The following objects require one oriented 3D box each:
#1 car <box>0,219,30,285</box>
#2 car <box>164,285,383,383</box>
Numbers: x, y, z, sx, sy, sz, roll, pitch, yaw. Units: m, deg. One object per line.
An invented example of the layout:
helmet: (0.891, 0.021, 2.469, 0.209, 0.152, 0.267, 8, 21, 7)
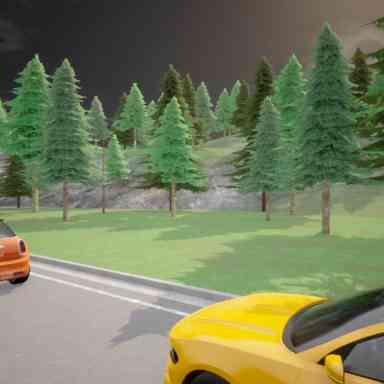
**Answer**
car: (-6.097, 1.352, 8.317, 4.553, 1.767, 2.097, 0, 0, 35)
car: (2.028, 1.478, 2.545, 5.008, 1.535, 1.882, 0, 0, 35)
